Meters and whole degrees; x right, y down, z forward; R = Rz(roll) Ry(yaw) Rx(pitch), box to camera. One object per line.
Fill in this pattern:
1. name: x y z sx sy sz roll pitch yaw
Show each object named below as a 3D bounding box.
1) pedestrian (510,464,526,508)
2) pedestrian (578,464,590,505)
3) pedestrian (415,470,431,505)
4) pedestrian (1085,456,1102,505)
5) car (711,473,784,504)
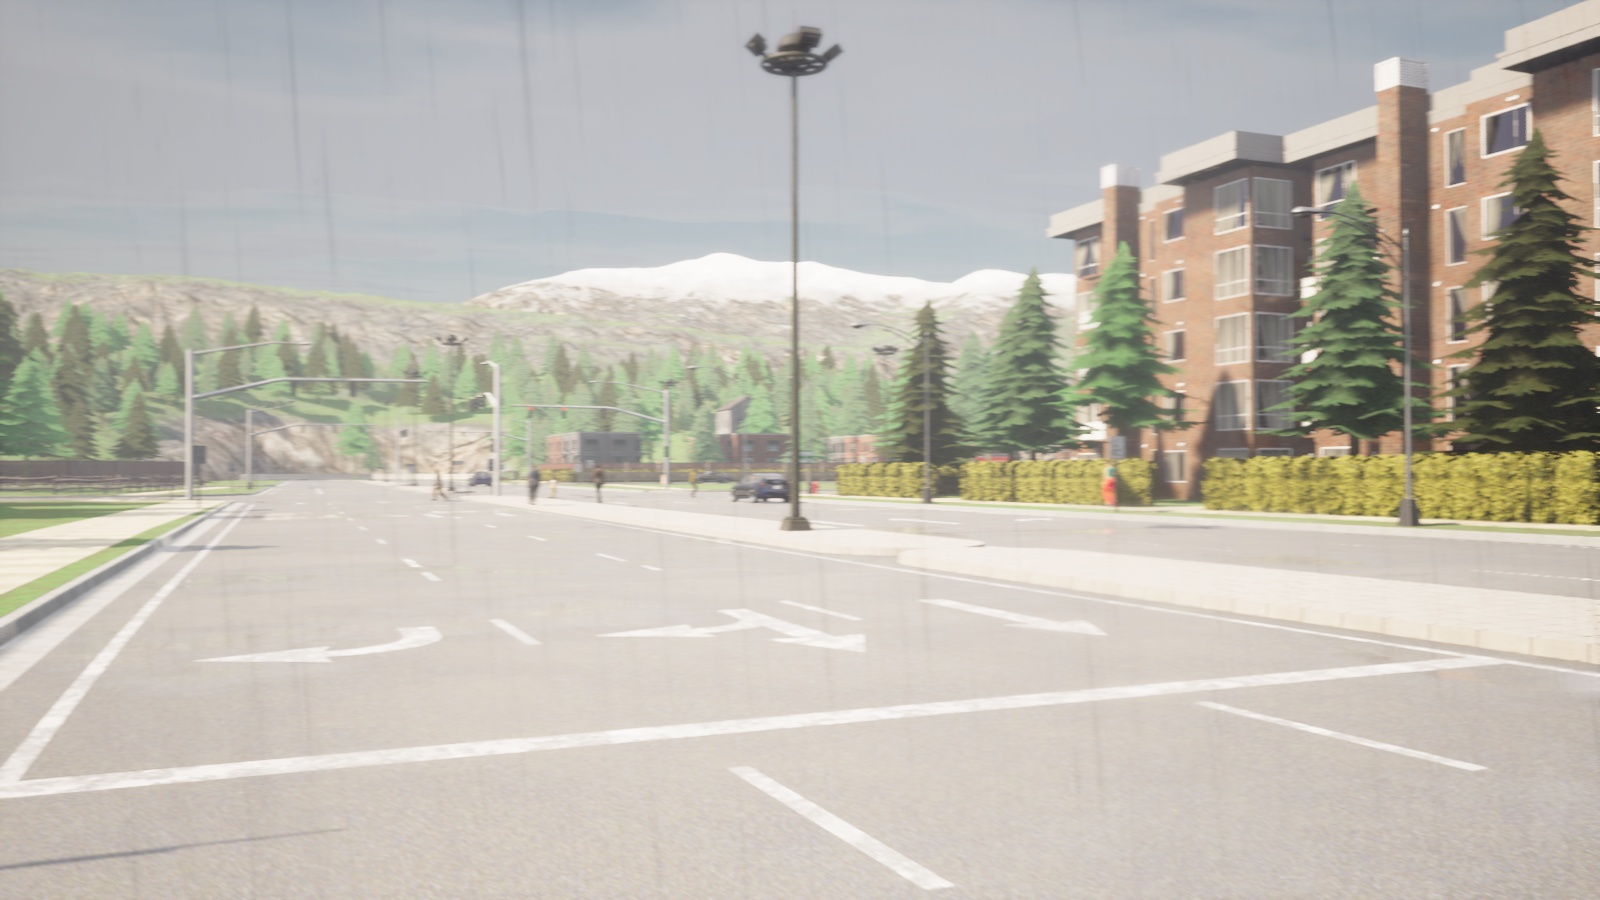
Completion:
1. pedestrian: -11.866 1.512 52.787 0.540 1.848 0.694 0 -1 -24
2. pedestrian: -9.641 1.536 56.106 0.328 1.805 0.869 0 -1 -22
3. pedestrian: -20.164 1.988 67.101 0.694 1.848 0.540 0 -1 -31
4. pedestrian: 11.201 1.158 47.955 0.345 1.836 0.594 0 -1 -23
5. car: -2.708 1.939 63.586 2.163 1.488 4.792 0 -1 -23
